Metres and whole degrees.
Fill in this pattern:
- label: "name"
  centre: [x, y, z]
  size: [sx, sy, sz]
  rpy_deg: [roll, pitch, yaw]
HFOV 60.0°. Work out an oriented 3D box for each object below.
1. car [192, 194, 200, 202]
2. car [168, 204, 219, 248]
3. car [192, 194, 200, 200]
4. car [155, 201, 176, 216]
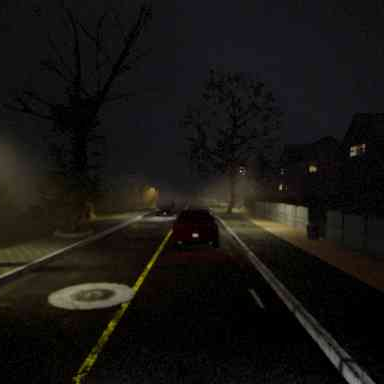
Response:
- label: "car"
  centre: [0.965, 1.571, 82.926]
  size: [1.882, 1.535, 5.008]
  rpy_deg: [1, 0, 1]
- label: "car"
  centre: [0.158, 1.484, 15.000]
  size: [1.882, 1.535, 5.008]
  rpy_deg: [1, 0, 1]
- label: "car"
  centre: [1.090, 1.363, 93.347]
  size: [2.097, 1.767, 4.553]
  rpy_deg: [1, 0, 1]
- label: "car"
  centre: [-2.386, 1.537, 32.408]
  size: [2.033, 1.411, 5.357]
  rpy_deg: [1, 0, 1]
